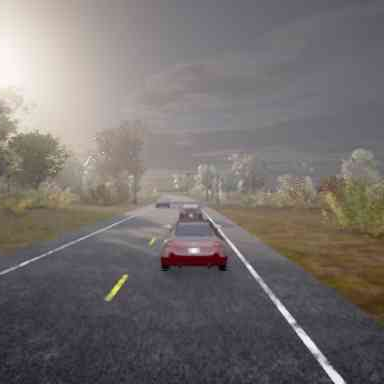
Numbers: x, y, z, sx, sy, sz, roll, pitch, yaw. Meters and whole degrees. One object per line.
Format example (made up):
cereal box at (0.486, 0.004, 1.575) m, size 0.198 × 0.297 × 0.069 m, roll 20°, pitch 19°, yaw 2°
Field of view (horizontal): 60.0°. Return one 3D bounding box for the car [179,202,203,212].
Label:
car at (-0.101, 1.548, 27.000) m, size 1.812 × 1.442 × 4.674 m, roll 0°, pitch 0°, yaw -1°

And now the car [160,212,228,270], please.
car at (0.050, 1.573, 11.104) m, size 1.994 × 1.385 × 4.181 m, roll 0°, pitch 0°, yaw 0°

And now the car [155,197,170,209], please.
car at (-4.135, 1.518, 47.313) m, size 1.882 × 1.535 × 5.008 m, roll 0°, pitch 0°, yaw -1°
